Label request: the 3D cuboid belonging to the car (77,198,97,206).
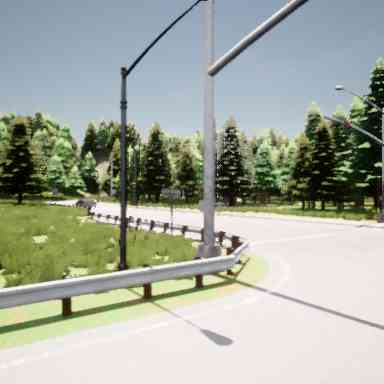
[{"bbox_3d":[-14.505,1.533,45.642,1.812,1.442,4.674,0,0,-34],"label":"car"}]
